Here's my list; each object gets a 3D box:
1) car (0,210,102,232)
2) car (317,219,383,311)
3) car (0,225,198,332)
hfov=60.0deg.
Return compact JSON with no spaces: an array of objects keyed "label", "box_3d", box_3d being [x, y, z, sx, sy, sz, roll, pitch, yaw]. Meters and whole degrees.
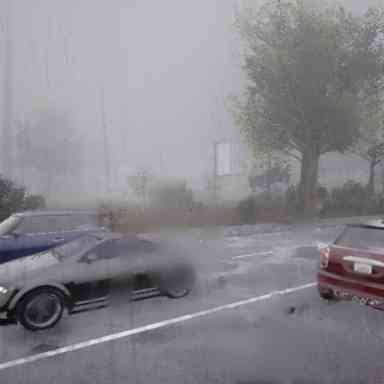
[{"label":"car","box_3d":[-4.542,1.342,9.306,4.553,1.767,2.097,0,0,-35]},{"label":"car","box_3d":[4.716,1.333,6.978,4.553,1.767,2.097,0,0,-35]},{"label":"car","box_3d":[-1.939,1.554,6.858,4.181,1.385,1.994,0,0,-35]}]
